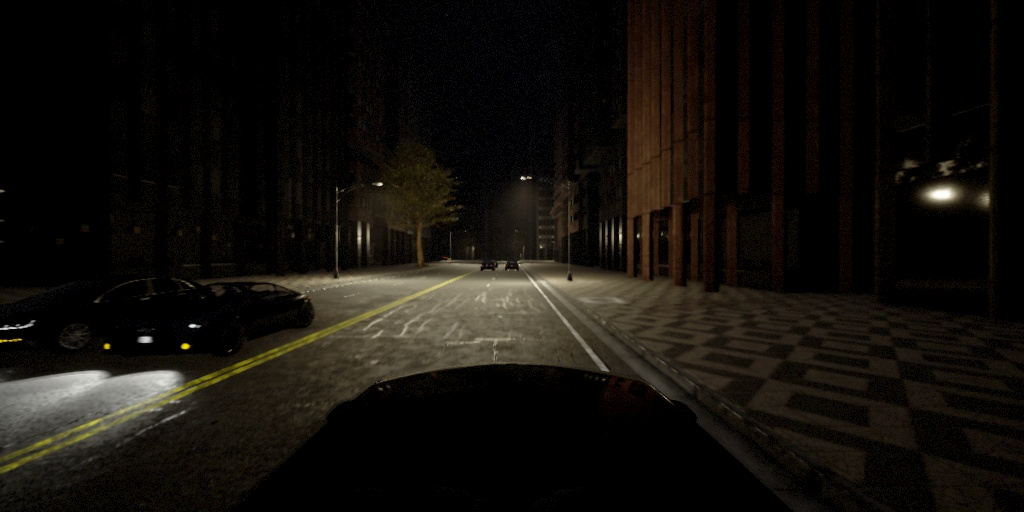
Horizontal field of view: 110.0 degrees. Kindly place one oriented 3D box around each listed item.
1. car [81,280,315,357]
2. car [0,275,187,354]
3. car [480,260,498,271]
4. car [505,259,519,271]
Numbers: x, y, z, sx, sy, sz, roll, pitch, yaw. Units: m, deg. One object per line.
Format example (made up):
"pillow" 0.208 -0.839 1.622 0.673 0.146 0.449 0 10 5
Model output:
"car" -6.574 1.313 8.423 1.994 1.385 4.181 0 0 0
"car" -9.823 1.256 8.808 1.837 1.490 4.892 0 0 0
"car" -3.235 1.298 48.329 2.033 1.411 5.357 0 0 0
"car" 0.015 1.314 49.578 1.994 1.385 4.181 0 0 0
